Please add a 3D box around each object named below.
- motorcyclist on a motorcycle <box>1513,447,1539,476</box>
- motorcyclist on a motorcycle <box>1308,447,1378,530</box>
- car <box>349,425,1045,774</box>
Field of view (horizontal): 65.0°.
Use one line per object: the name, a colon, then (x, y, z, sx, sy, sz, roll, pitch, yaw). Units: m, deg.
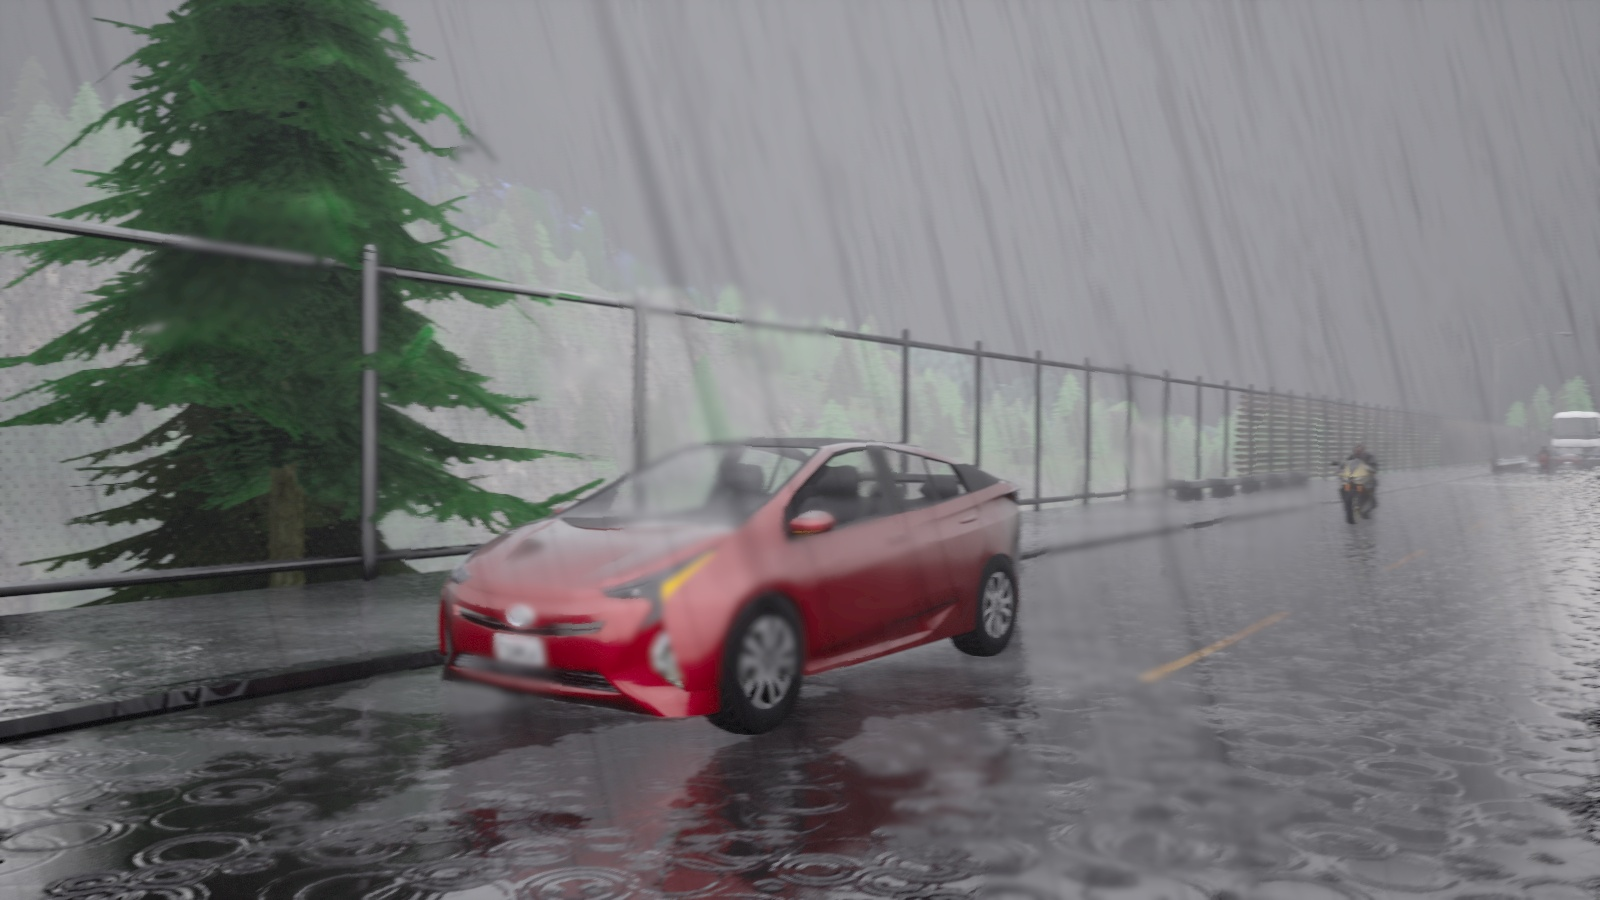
motorcyclist on a motorcycle: (38.167, 0.593, 66.028, 0.797, 1.523, 2.044, 2, 1, 40)
motorcyclist on a motorcycle: (10.531, 0.705, 24.306, 0.866, 1.530, 2.191, 1, 0, 33)
car: (-0.282, 0.640, 7.921, 2.007, 1.525, 4.514, 1, 0, 33)
